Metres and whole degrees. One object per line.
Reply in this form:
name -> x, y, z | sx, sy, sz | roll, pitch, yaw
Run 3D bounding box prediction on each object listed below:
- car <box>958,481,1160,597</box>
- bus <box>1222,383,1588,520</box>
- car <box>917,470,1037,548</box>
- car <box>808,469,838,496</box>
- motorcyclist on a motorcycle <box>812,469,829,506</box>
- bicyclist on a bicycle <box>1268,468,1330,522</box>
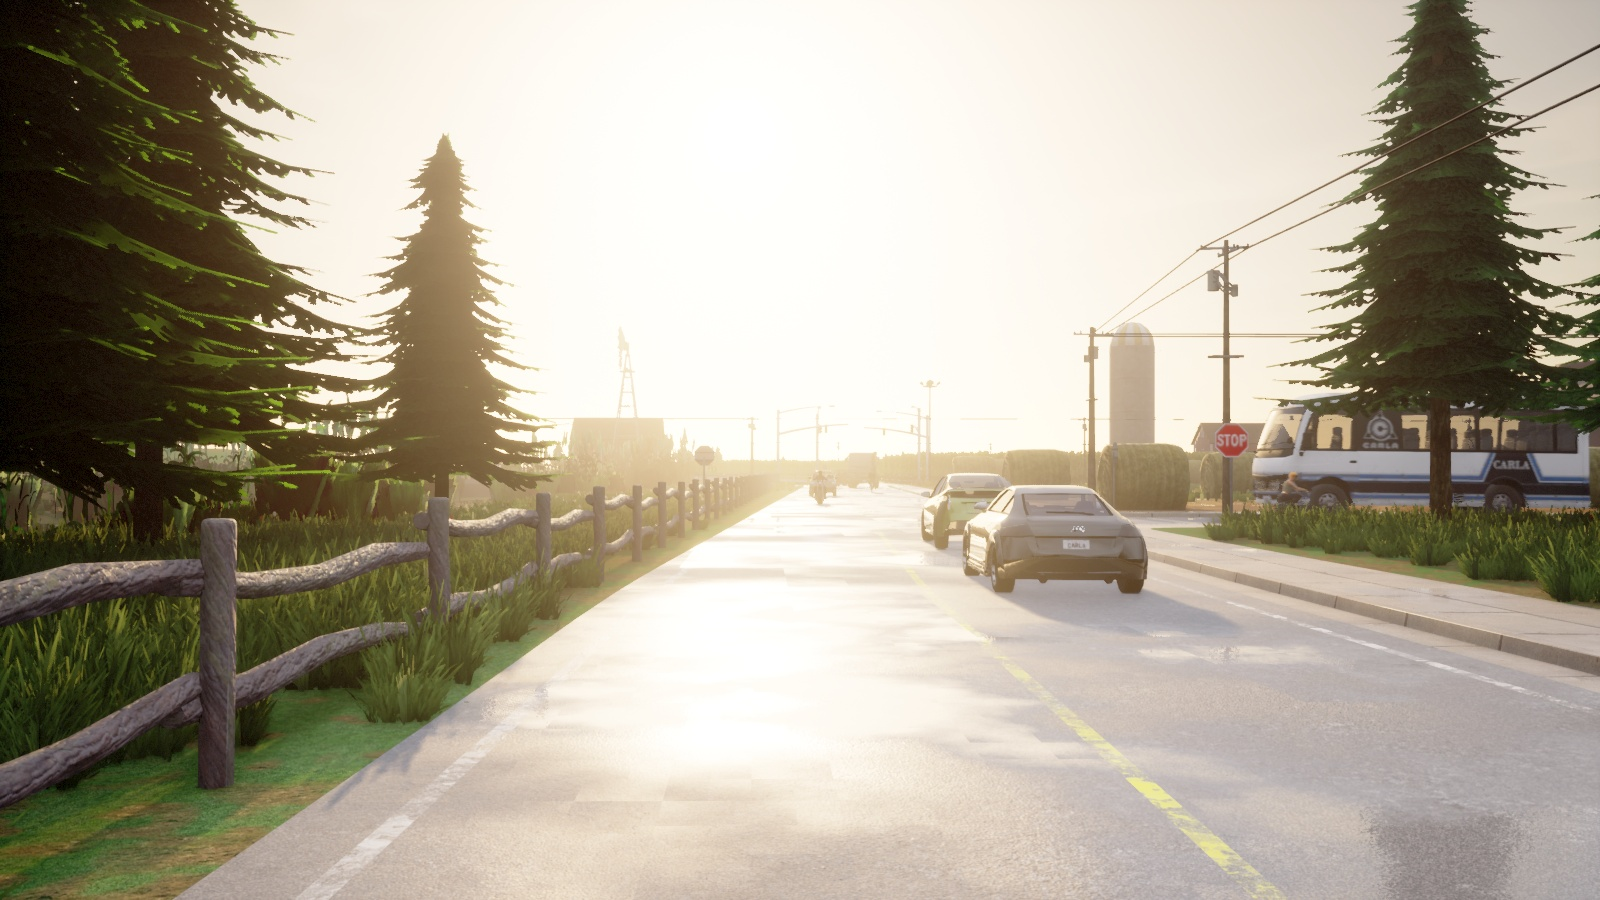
car -> 3.457, 1.151, 17.595 | 1.994, 1.385, 4.181 | 0, -1, 1
bus -> 19.783, 0.083, 41.627 | 10.273, 4.253, 3.944 | 0, -1, -1
car -> 3.652, 1.185, 26.666 | 2.007, 1.525, 4.514 | 0, -1, 1
car -> 1.444, 2.004, 77.940 | 1.851, 1.617, 3.988 | 0, -1, 1
motorcyclist on a motorcycle -> 0.950, 1.730, 58.320 | 0.766, 1.649, 2.350 | 0, -1, 1
bicyclist on a bicycle -> 15.062, 1.353, 37.935 | 1.509, 1.612, 0.866 | 0, -1, -3
